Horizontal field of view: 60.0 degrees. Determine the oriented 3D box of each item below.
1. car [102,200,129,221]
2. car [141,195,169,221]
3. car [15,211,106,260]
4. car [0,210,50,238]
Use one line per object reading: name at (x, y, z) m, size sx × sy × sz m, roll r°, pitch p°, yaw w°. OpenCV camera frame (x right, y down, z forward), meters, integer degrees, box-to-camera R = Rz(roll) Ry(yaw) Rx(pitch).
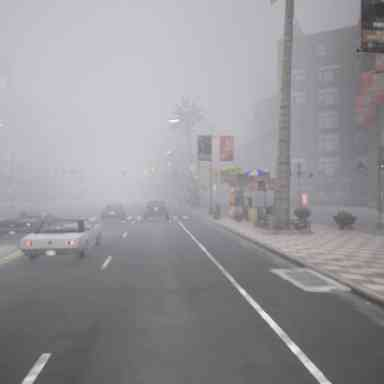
car at (-6.590, 1.666, 28.624) m, size 1.994 × 1.385 × 4.181 m, roll 0°, pitch 0°, yaw -6°
car at (-3.067, 1.434, 28.594) m, size 2.097 × 1.767 × 4.553 m, roll 0°, pitch 0°, yaw -6°
car at (-4.720, 1.656, 12.773) m, size 1.895 × 1.301 × 4.718 m, roll 0°, pitch 0°, yaw -6°
car at (-8.992, 1.692, 18.413) m, size 1.895 × 1.301 × 4.718 m, roll 0°, pitch 0°, yaw -6°
